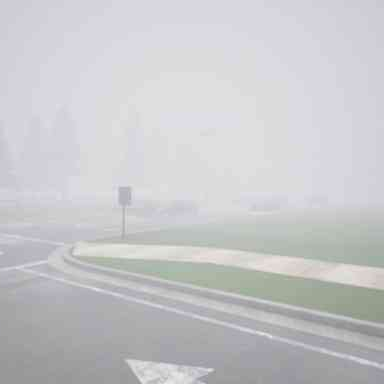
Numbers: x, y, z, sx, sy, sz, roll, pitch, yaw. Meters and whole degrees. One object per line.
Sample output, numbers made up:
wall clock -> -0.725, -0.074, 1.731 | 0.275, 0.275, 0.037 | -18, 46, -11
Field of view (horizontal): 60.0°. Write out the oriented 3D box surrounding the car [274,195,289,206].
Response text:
car -> 12.359, 1.264, 48.324 | 2.097, 1.767, 4.553 | 0, 0, 37

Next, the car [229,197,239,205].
car -> 7.961, 1.481, 54.146 | 1.895, 1.301, 4.718 | 0, 0, 37

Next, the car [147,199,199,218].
car -> -1.304, 1.403, 29.761 | 2.128, 1.511, 4.902 | 0, 0, 36

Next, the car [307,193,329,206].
car -> 19.968, 1.232, 52.662 | 2.150, 2.045, 5.566 | 0, 0, 36

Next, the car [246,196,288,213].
car -> 8.445, 1.477, 37.128 | 2.033, 1.411, 5.357 | 0, 0, 36

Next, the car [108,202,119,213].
car -> -6.477, 1.369, 34.543 | 2.128, 1.511, 4.902 | 0, 0, 36

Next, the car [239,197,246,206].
car -> 9.616, 1.389, 50.507 | 2.128, 1.511, 4.902 | 0, 0, 37

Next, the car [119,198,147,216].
car -> -4.056, 1.442, 31.928 | 2.033, 1.411, 5.357 | 0, 0, 36
